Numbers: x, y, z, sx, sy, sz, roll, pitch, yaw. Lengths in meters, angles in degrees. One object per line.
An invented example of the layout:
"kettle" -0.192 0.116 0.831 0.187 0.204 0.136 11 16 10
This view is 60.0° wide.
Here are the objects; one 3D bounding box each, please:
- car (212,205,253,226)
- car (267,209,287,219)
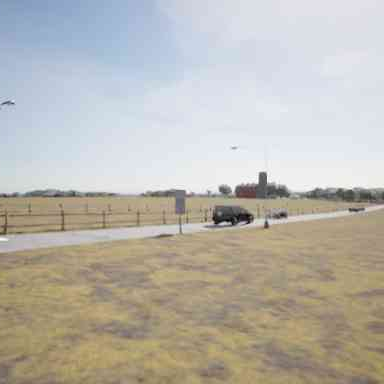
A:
"car" 4.118 2.303 33.257 2.150 2.045 5.566 -1 -3 35
"car" 13.019 3.306 50.673 2.128 1.511 4.902 -1 -2 35
